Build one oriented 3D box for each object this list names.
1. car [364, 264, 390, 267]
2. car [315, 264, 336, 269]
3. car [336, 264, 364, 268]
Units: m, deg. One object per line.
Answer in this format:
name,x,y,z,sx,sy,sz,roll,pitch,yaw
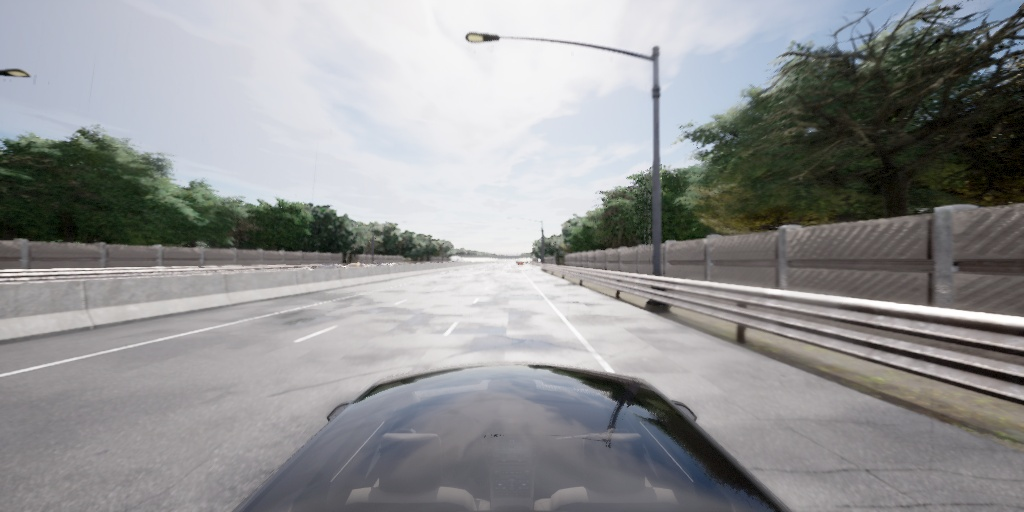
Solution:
car,-17.579,1.786,48.319,2.128,1.511,4.902,0,-1,0
car,-24.575,1.785,48.126,2.128,1.511,4.902,0,-1,0
car,-21.079,1.771,48.145,1.882,1.535,5.008,0,-1,0
